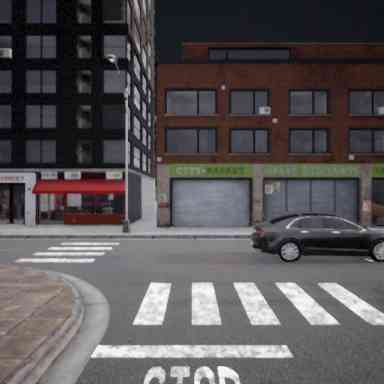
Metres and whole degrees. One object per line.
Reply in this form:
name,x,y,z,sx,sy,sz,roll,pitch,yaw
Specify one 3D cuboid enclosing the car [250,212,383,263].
car,4.426,1.465,11.192,4.892,1.490,1.837,0,0,0
